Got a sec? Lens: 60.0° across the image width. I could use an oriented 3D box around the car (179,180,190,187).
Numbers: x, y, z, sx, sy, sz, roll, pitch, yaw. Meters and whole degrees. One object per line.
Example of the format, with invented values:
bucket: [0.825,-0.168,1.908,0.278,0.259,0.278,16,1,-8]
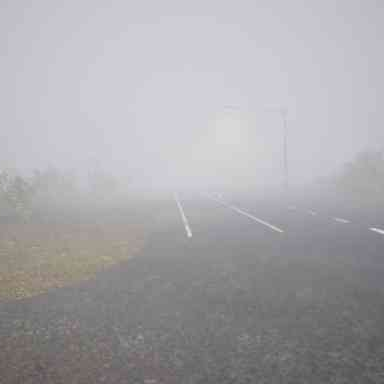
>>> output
car: [-1.516,-1.811,68.040,1.812,1.442,4.674,-2,3,1]
